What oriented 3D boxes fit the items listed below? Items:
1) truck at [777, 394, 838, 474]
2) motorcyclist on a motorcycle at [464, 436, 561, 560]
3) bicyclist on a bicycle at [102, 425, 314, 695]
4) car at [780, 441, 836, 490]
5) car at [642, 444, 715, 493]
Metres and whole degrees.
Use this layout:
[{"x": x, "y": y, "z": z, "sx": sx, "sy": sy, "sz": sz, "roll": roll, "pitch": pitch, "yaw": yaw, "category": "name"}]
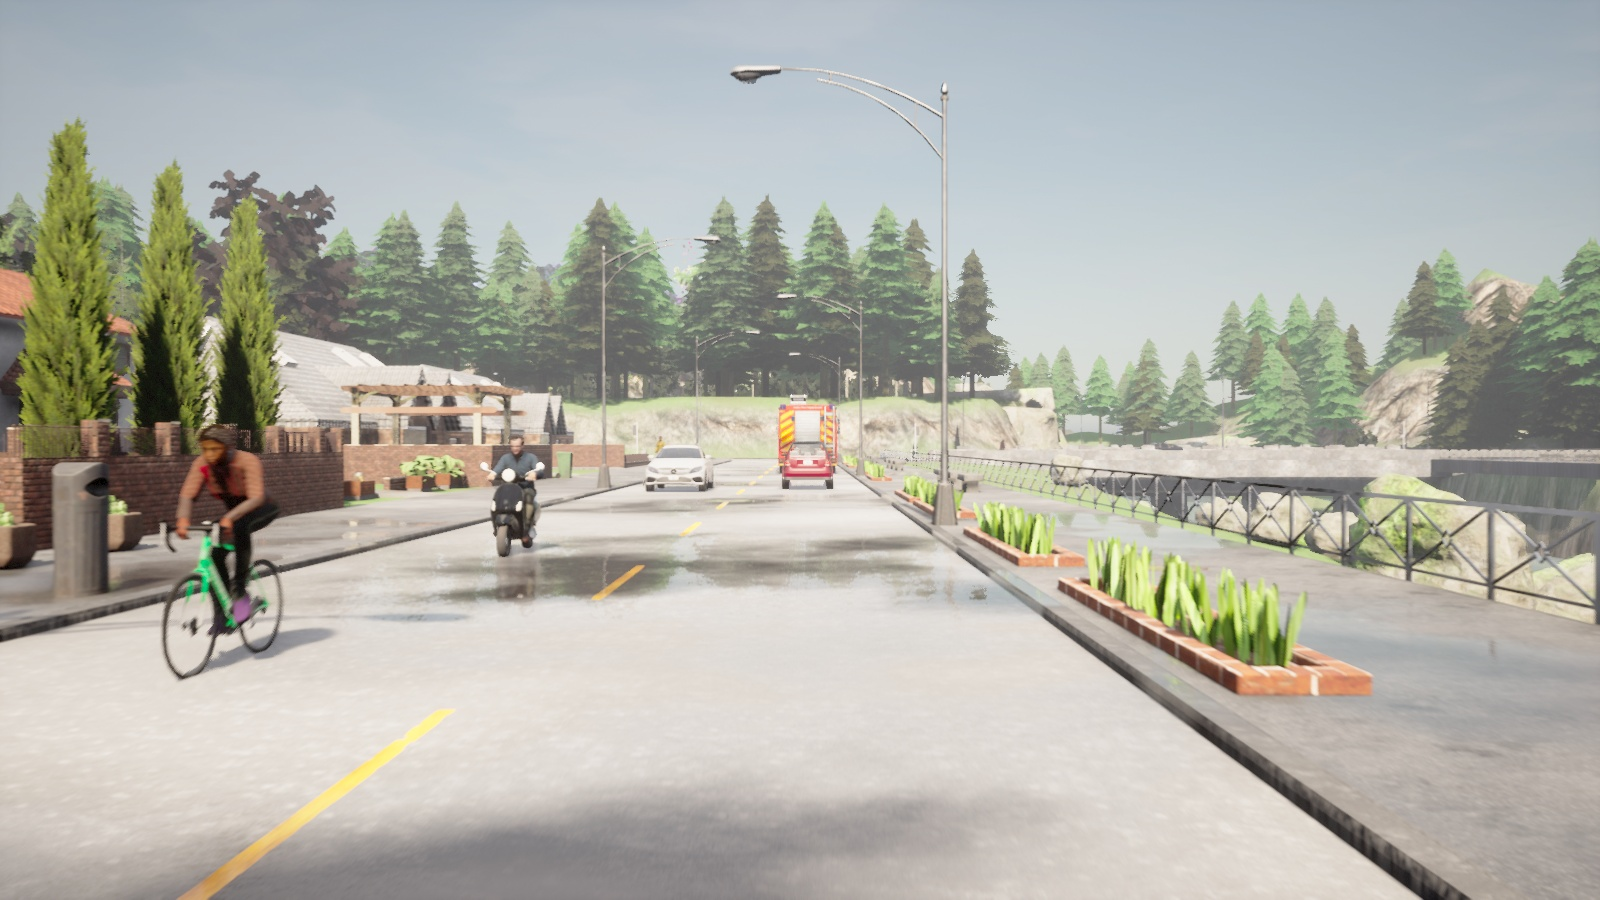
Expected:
[{"x": 0.381, "y": -0.782, "z": 64.540, "sx": 2.891, "sy": 3.827, "sz": 8.468, "roll": 0, "pitch": 0, "yaw": 0, "category": "truck"}, {"x": -3.863, "y": 0.601, "z": 17.028, "sx": 0.866, "sy": 1.590, "sz": 1.817, "roll": 0, "pitch": 1, "yaw": 1, "category": "motorcyclist on a motorcycle"}, {"x": -3.871, "y": 0.649, "z": 8.362, "sx": 0.582, "sy": 1.620, "sz": 1.656, "roll": 0, "pitch": 1, "yaw": 2, "category": "bicyclist on a bicycle"}, {"x": 0.253, "y": 0.488, "z": 42.027, "sx": 1.789, "sy": 1.549, "sz": 3.705, "roll": 0, "pitch": 0, "yaw": 0, "category": "car"}, {"x": -3.761, "y": 0.546, "z": 39.596, "sx": 1.812, "sy": 1.442, "sz": 4.674, "roll": 0, "pitch": 0, "yaw": 0, "category": "car"}]
